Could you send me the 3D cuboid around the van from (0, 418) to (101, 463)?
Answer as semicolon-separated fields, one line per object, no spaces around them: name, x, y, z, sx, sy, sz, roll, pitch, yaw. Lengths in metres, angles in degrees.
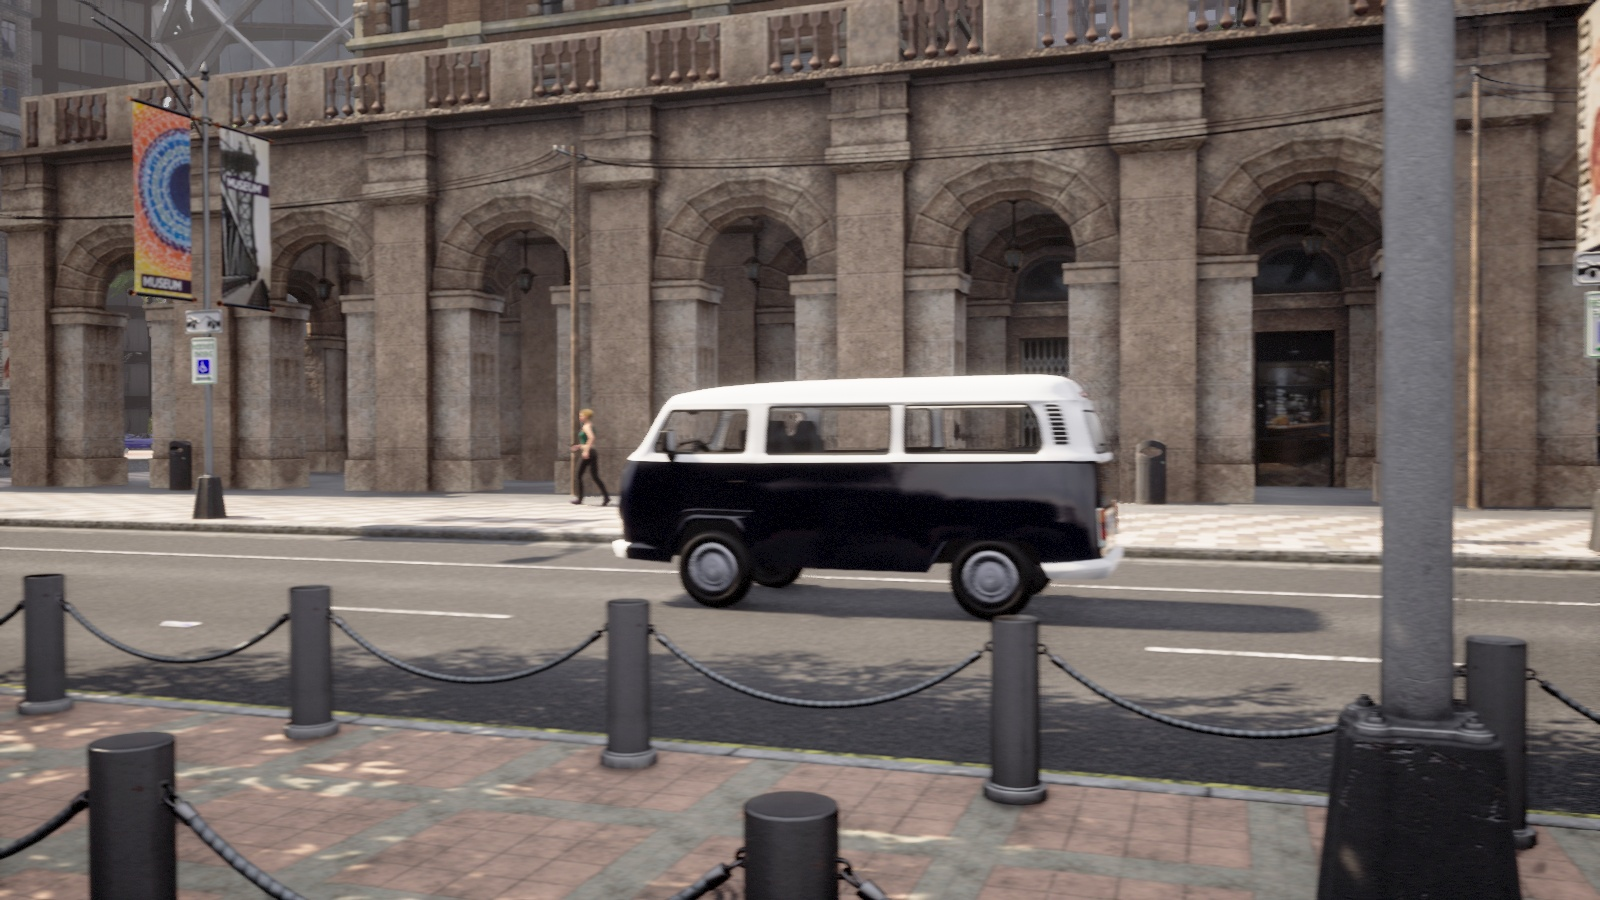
van;-34.721;-0.476;57.721;1.775;1.987;4.442;1;1;19

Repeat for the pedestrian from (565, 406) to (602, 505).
pedestrian;-4.072;0.090;23.585;0.594;1.836;0.345;1;1;18

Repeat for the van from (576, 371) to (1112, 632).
van;0.454;0.368;11.476;4.480;2.038;2.069;1;1;19
